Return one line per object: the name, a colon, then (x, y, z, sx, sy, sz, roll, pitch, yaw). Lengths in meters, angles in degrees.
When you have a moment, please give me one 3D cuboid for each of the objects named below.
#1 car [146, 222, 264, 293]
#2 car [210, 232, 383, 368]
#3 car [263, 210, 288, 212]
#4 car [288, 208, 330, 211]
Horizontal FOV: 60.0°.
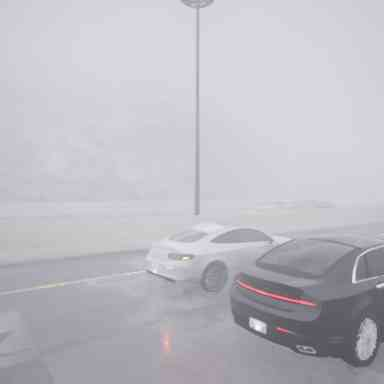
car: (1.050, 1.519, 8.809, 4.674, 1.442, 1.812, 0, 0, -36)
car: (2.835, 1.502, 5.782, 4.892, 1.490, 1.837, 0, 0, -36)
car: (7.735, 1.506, 31.058, 4.674, 1.442, 1.812, 0, 0, -36)
car: (10.777, 1.509, 28.935, 4.674, 1.442, 1.812, 0, 0, -36)
